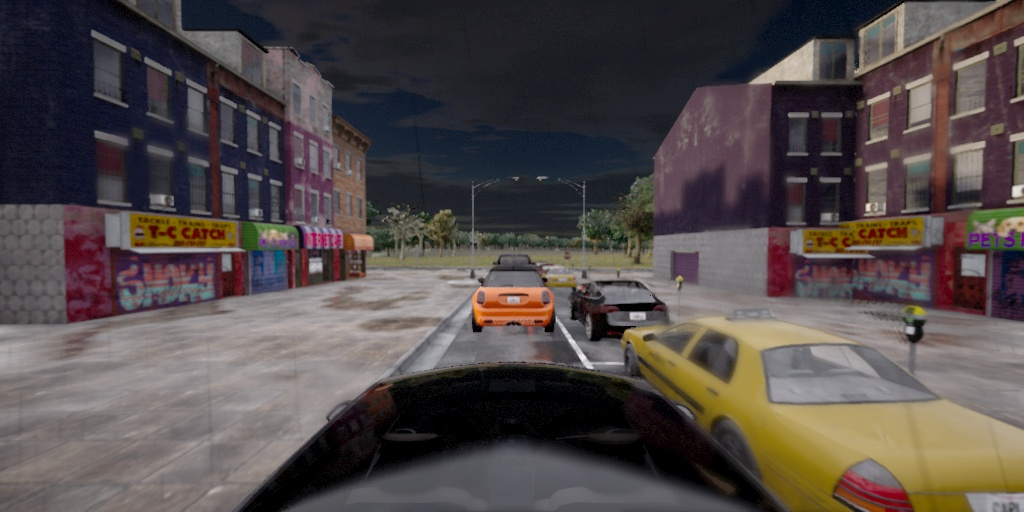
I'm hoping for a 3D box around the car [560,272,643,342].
[{"bbox_3d":[2.637,1.275,9.548,1.948,1.339,4.313,0,0,0],"label":"car"}]

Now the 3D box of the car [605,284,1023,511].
[{"bbox_3d":[2.636,1.263,4.186,1.751,1.417,4.829,0,0,0],"label":"car"}]

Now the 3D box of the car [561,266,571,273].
[{"bbox_3d":[2.637,1.179,20.782,1.751,1.417,4.829,0,0,0],"label":"car"}]

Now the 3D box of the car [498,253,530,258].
[{"bbox_3d":[0.098,0.878,19.681,2.150,2.045,5.566,0,0,0],"label":"car"}]

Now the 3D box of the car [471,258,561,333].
[{"bbox_3d":[0.024,1.056,10.714,2.097,1.767,4.553,0,0,0],"label":"car"}]
